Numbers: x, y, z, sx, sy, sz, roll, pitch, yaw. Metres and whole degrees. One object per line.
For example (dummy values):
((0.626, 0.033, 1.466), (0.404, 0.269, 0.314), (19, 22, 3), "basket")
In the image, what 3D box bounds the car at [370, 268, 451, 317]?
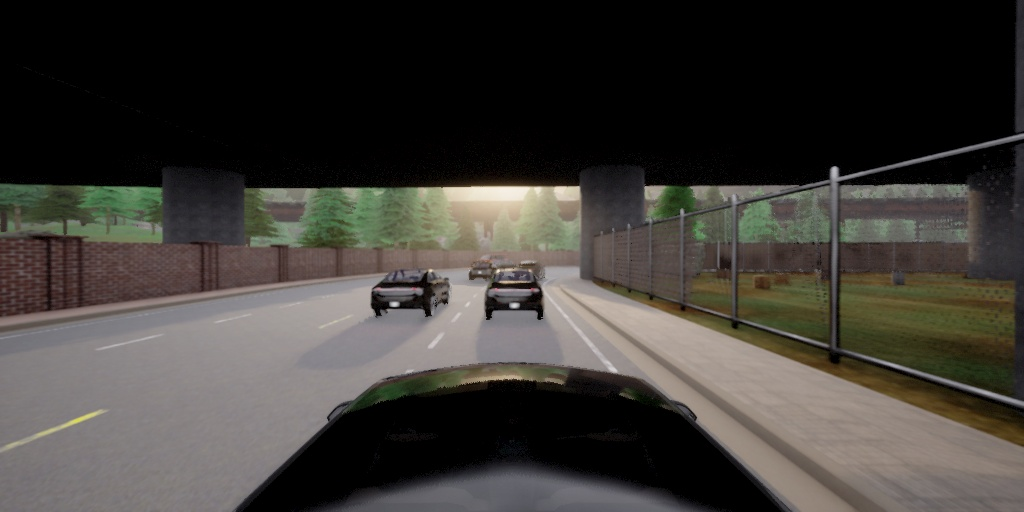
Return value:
((-3.422, 1.189, 12.893), (2.128, 1.511, 4.902), (0, 0, 0), "car")

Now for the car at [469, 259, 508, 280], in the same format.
((-1.945, 1.179, 28.649), (1.994, 1.385, 4.181), (0, 0, 13), "car")

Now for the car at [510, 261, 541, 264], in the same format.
((1.516, 1.118, 28.249), (1.837, 1.490, 4.892), (0, 0, 13), "car")

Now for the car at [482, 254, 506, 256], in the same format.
((-2.772, 0.753, 45.149), (2.150, 2.045, 5.566), (-1, 0, 41), "car")

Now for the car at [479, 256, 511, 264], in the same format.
((-1.502, 1.046, 40.511), (2.128, 1.511, 4.902), (0, 0, 33), "car")

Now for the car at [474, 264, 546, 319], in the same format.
((0.074, 1.185, 12.550), (2.128, 1.511, 4.902), (0, 0, 0), "car")
